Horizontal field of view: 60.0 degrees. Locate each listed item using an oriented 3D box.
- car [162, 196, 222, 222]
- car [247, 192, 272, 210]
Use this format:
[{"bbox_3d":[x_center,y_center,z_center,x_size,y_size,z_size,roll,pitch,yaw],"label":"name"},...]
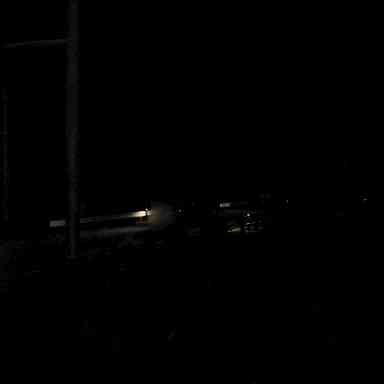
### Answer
[{"bbox_3d":[0.074,1.091,22.957,2.128,1.511,4.902,0,3,41],"label":"car"},{"bbox_3d":[6.951,0.779,30.655,1.882,1.535,5.008,0,1,42],"label":"car"}]
